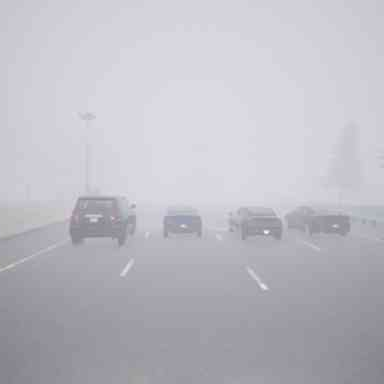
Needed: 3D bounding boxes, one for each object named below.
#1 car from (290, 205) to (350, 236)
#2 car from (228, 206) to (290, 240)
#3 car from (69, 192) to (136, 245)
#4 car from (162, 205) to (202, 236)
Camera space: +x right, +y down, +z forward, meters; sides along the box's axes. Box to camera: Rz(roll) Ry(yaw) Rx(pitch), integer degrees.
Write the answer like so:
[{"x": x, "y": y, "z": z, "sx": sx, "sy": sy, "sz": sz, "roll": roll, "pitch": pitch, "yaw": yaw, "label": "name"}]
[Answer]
[{"x": 6.559, "y": 1.422, "z": 17.922, "sx": 1.882, "sy": 1.535, "sz": 5.008, "roll": 0, "pitch": 0, "yaw": -2, "label": "car"}, {"x": 3.018, "y": 1.448, "z": 16.615, "sx": 1.837, "sy": 1.490, "sz": 4.892, "roll": 0, "pitch": 0, "yaw": -4, "label": "car"}, {"x": -3.887, "y": 1.156, "z": 15.291, "sx": 2.150, "sy": 2.045, "sz": 5.566, "roll": 0, "pitch": 0, "yaw": -3, "label": "car"}, {"x": -0.572, "y": 1.410, "z": 17.856, "sx": 1.882, "sy": 1.535, "sz": 5.008, "roll": 0, "pitch": 0, "yaw": -4, "label": "car"}]
